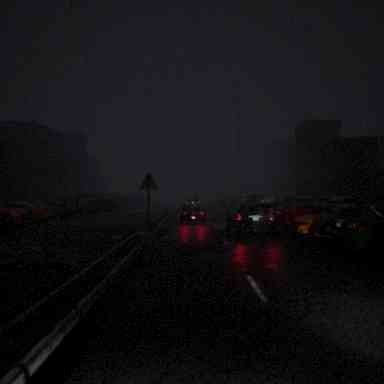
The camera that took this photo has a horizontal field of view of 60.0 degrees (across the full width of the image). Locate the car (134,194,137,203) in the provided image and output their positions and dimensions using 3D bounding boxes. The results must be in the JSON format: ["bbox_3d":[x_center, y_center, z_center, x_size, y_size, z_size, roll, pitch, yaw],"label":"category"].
[{"bbox_3d":[-12.529,1.488,57.028,4.792,1.488,2.163,0,0,0],"label":"car"}]

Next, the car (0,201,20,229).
[{"bbox_3d":[-12.577,1.422,18.123,5.008,1.535,2.097,0,0,0],"label":"car"}]

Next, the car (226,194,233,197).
[{"bbox_3d":[7.625,1.448,47.168,4.892,1.521,2.231,0,0,0],"label":"car"}]

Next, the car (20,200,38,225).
[{"bbox_3d":[-12.612,1.293,20.901,4.553,1.767,2.185,0,0,0],"label":"car"}]

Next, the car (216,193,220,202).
[{"bbox_3d":[7.622,1.498,63.709,4.892,1.521,2.231,0,0,0],"label":"car"}]

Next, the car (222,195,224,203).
[{"bbox_3d":[7.628,1.499,52.682,4.674,1.452,2.002,0,0,0],"label":"car"}]

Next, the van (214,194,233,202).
[{"bbox_3d":[7.509,1.360,80.254,4.442,1.987,1.878,0,0,0],"label":"van"}]

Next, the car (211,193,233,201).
[{"bbox_3d":[7.653,1.370,85.769,5.566,2.045,2.435,0,0,0],"label":"car"}]

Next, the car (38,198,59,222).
[{"bbox_3d":[-12.575,1.416,23.683,5.008,1.535,2.097,0,0,0],"label":"car"}]

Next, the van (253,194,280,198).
[{"bbox_3d":[7.752,1.212,27.869,4.442,1.987,1.878,0,0,0],"label":"van"}]

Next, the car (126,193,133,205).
[{"bbox_3d":[-12.534,1.188,51.470,5.566,2.045,2.435,0,0,0],"label":"car"}]

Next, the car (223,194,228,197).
[{"bbox_3d":[7.817,1.450,49.924,5.366,1.575,1.946,0,0,0],"label":"car"}]

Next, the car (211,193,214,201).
[{"bbox_3d":[7.632,1.568,77.495,5.008,1.535,2.097,0,0,0],"label":"car"}]

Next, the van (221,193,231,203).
[{"bbox_3d":[7.513,1.241,55.316,4.442,1.987,1.878,0,0,0],"label":"van"}]

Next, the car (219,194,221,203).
[{"bbox_3d":[7.623,1.477,58.196,4.892,1.521,2.231,0,0,0],"label":"car"}]

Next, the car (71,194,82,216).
[{"bbox_3d":[-12.545,1.285,29.237,4.553,1.767,2.185,0,0,0],"label":"car"}]

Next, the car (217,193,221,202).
[{"bbox_3d":[7.623,1.487,60.952,4.892,1.521,2.231,0,0,0],"label":"car"}]

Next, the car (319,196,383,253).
[{"bbox_3d":[7.667,1.215,11.322,5.566,2.045,2.435,0,0,0],"label":"car"}]

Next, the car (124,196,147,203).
[{"bbox_3d":[-12.546,1.581,73.637,4.674,1.452,2.002,0,0,0],"label":"car"}]

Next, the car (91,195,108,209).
[{"bbox_3d":[-12.565,1.415,37.576,4.892,1.521,2.231,0,0,0],"label":"car"}]

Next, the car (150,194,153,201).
[{"bbox_3d":[-12.519,1.308,76.357,5.566,2.045,2.435,0,0,0],"label":"car"}]

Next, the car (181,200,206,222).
[{"bbox_3d":[0.095,1.561,26.201,1.895,1.301,4.718,0,0,0],"label":"car"}]

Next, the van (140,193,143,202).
[{"bbox_3d":[-12.437,1.269,65.365,4.442,1.987,1.878,0,0,0],"label":"van"}]

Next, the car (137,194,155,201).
[{"bbox_3d":[-12.570,1.531,90.377,4.553,1.767,2.185,0,0,0],"label":"car"}]

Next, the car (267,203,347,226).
[{"bbox_3d":[7.634,1.486,22.353,4.674,1.452,2.002,0,0,0],"label":"car"}]

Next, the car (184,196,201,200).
[{"bbox_3d":[0.092,1.312,42.503,2.097,1.767,4.553,0,0,0],"label":"car"}]

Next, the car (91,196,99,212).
[{"bbox_3d":[-12.570,1.451,34.797,4.674,1.452,2.002,0,0,0],"label":"car"}]

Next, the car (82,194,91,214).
[{"bbox_3d":[-12.543,1.286,32.018,4.553,1.767,2.185,0,0,0],"label":"car"}]

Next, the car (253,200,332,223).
[{"bbox_3d":[7.451,1.439,25.110,5.366,1.575,1.946,0,0,0],"label":"car"}]

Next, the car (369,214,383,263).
[{"bbox_3d":[7.634,1.470,8.440,5.008,1.535,2.097,0,0,0],"label":"car"}]

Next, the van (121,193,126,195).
[{"bbox_3d":[-12.447,1.207,48.692,4.442,1.987,1.878,0,0,0],"label":"van"}]

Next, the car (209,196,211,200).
[{"bbox_3d":[7.440,1.600,83.010,5.366,1.575,1.946,0,0,0],"label":"car"}]

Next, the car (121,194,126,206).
[{"bbox_3d":[-12.380,1.423,45.912,5.366,1.575,1.946,0,0,0],"label":"car"}]

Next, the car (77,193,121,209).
[{"bbox_3d":[-12.539,1.169,43.135,5.566,2.045,2.435,0,0,0],"label":"car"}]

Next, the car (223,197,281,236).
[{"bbox_3d":[3.096,1.324,18.287,2.097,1.767,4.553,0,0,0],"label":"car"}]

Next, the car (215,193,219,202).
[{"bbox_3d":[7.622,1.510,66.467,4.892,1.521,2.231,0,0,0],"label":"car"}]

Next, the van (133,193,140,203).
[{"bbox_3d":[-12.672,1.256,62.588,4.442,1.987,1.878,0,0,0],"label":"van"}]

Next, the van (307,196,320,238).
[{"bbox_3d":[7.521,1.235,14.080,4.442,1.987,1.878,0,0,0],"label":"van"}]

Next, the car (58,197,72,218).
[{"bbox_3d":[-12.583,1.414,26.460,4.892,1.521,2.231,0,0,0],"label":"car"}]

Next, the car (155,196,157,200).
[{"bbox_3d":[-12.535,1.636,87.473,5.008,1.535,2.097,0,0,0],"label":"car"}]

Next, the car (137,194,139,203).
[{"bbox_3d":[-12.555,1.509,59.682,4.674,1.452,2.002,0,0,0],"label":"car"}]

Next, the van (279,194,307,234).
[{"bbox_3d":[7.754,1.224,19.596,4.442,1.987,1.878,0,0,0],"label":"van"}]

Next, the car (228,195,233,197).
[{"bbox_3d":[7.661,1.472,44.409,4.792,1.488,2.163,0,0,0],"label":"car"}]

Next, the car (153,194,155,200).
[{"bbox_3d":[-12.573,1.346,82.042,5.566,2.045,2.435,0,0,0],"label":"car"}]

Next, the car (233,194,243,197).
[{"bbox_3d":[7.662,1.184,36.140,5.566,2.045,2.435,0,0,0],"label":"car"}]

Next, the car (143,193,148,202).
[{"bbox_3d":[-12.580,1.258,68.145,5.566,2.045,2.435,0,0,0],"label":"car"}]

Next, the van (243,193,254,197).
[{"bbox_3d":[7.751,1.210,33.381,4.442,1.987,1.878,0,0,0],"label":"van"}]
